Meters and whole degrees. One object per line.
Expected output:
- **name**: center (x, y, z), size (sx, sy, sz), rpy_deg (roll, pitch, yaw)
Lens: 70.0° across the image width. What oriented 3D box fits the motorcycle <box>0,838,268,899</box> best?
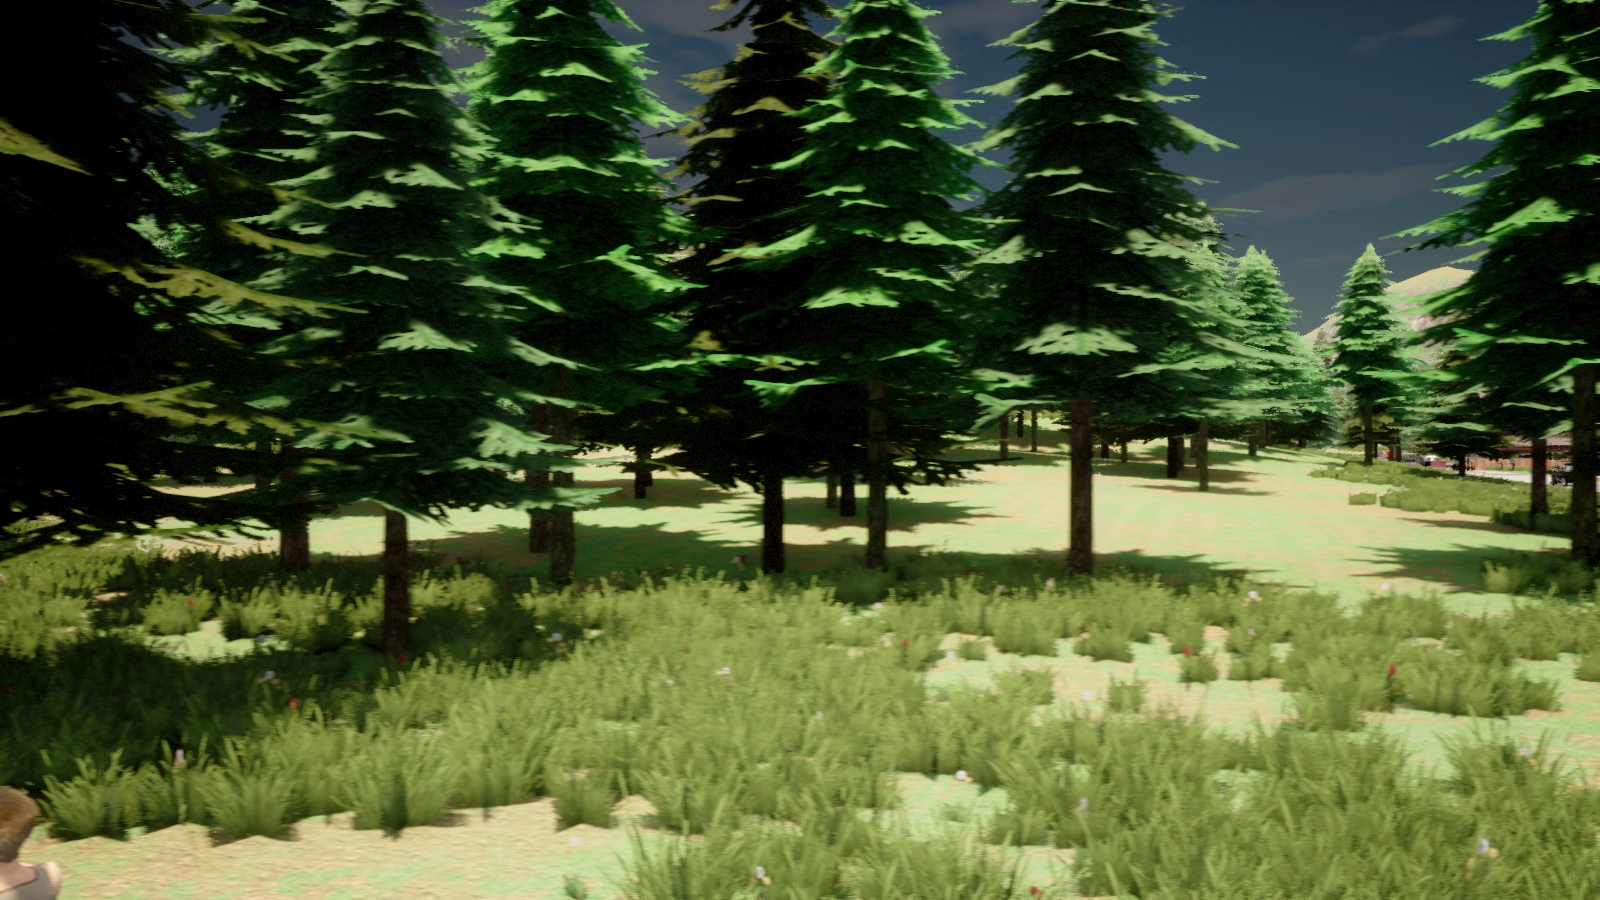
- **motorcycle**: center (-3.119, 2.170, 4.092), size (2.356, 1.277, 0.764), rpy_deg (0, 0, 20)
